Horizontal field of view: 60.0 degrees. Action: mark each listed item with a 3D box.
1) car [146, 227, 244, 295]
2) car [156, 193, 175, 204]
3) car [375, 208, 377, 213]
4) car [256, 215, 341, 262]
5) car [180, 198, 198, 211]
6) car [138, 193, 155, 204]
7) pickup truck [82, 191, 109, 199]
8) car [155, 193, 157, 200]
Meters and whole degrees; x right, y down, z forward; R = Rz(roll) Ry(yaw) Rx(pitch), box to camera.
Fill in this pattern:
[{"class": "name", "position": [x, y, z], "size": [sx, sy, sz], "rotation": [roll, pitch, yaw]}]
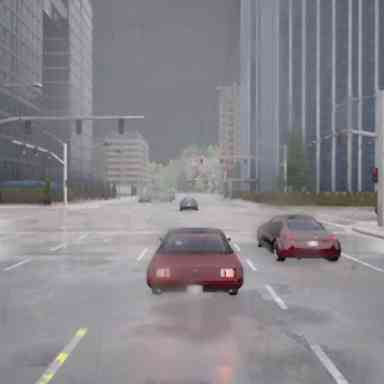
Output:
[{"class": "car", "position": [0.077, 1.547, 8.511], "size": [1.895, 1.301, 4.718], "rotation": [0, 0, 0]}, {"class": "car", "position": [-4.330, 1.217, 55.524], "size": [1.994, 1.385, 4.181], "rotation": [0, 0, 0]}, {"class": "car", "position": [16.720, 1.441, 25.283], "size": [4.718, 1.301, 1.895], "rotation": [0, 0, 1]}, {"class": "car", "position": [3.585, 1.489, 11.866], "size": [1.994, 1.385, 4.181], "rotation": [0, 0, 0]}, {"class": "car", "position": [-0.364, 1.329, 37.367], "size": [1.994, 1.385, 4.181], "rotation": [0, 0, -1]}, {"class": "car", "position": [-7.831, 1.157, 55.602], "size": [1.837, 1.490, 4.892], "rotation": [0, 0, 0]}, {"class": "pickup truck", "position": [-21.143, 0.599, 73.569], "size": [2.390, 2.098, 6.274], "rotation": [0, 0, 30]}, {"class": "car", "position": [-7.992, 1.053, 71.490], "size": [1.837, 1.490, 4.892], "rotation": [0, 0, -1]}]
